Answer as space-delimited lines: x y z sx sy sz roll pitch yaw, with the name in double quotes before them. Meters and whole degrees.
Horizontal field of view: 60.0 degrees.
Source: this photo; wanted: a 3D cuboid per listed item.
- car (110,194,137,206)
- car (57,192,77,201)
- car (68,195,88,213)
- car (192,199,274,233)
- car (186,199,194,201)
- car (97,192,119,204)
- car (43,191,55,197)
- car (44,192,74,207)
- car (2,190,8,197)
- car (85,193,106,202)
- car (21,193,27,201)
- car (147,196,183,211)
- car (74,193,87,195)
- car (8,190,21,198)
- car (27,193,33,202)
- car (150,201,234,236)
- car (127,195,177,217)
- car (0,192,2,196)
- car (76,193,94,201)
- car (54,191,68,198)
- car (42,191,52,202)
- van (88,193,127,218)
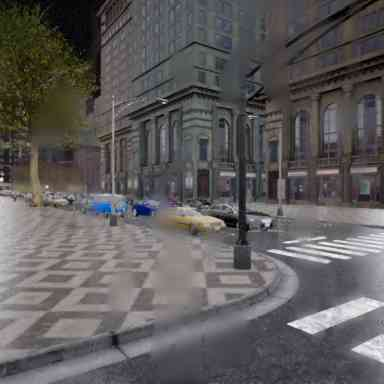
"car" -9.520 1.073 45.815 2.008 1.369 4.403 1 0 -35
"car" -22.267 0.746 59.226 2.128 1.511 4.902 0 0 -35
"car" -9.997 1.230 31.711 2.008 1.369 4.403 1 0 -35
"car" 2.385 1.370 18.789 2.128 1.511 4.902 0 1 -36
"car" 0.202 1.315 32.048 1.947 1.339 4.313 1 0 -35
"car" -12.759 0.880 50.403 1.967 1.590 4.097 1 0 -35
"car" -35.445 0.471 82.518 1.802 1.307 4.206 1 0 -35
"car" -16.382 1.051 40.753 1.752 1.417 4.829 1 0 -35
"car" -42.404 0.329 77.597 1.967 1.590 4.097 1 0 -35
"car" -16.001 0.910 54.991 2.008 1.369 4.403 1 0 -35
"car" -26.202 0.830 54.656 2.008 1.369 4.403 1 0 -35
"car" -3.037 1.223 36.636 1.887 1.381 4.507 1 0 -35
"car" -14.843 1.013 43.251 1.837 1.490 4.892 0 1 -35
"car" -35.922 0.483 68.420 1.967 1.590 4.097 1 0 -35
"car" -22.961 0.910 50.068 2.008 1.369 4.403 1 0 -35
"car" -0.176 1.398 17.802 1.752 1.417 4.829 1 0 -35
"car" -3.057 1.258 26.485 1.882 1.535 5.008 0 1 -35
"car" -45.645 0.253 82.186 1.967 1.590 4.097 1 0 -35
"car" -19.242 0.860 59.579 1.802 1.307 4.206 1 0 -35
"car" -28.963 0.587 73.342 1.887 1.381 4.507 1 0 -35
"car" -19.720 0.992 45.480 2.008 1.369 4.403 1 0 -35
"van" -6.755 1.091 27.122 1.690 1.788 3.998 1 0 -35
